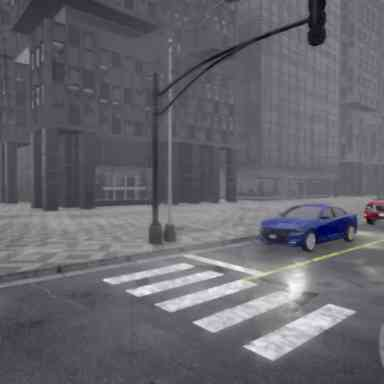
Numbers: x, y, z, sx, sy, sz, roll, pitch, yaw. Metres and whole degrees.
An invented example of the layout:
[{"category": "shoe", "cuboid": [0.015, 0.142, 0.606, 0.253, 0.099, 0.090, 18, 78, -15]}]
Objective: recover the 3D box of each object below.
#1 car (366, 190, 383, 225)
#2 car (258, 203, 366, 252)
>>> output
[{"category": "car", "cuboid": [12.180, 0.831, 19.490, 5.566, 2.045, 2.150, -1, 2, -41]}, {"category": "car", "cuboid": [4.598, 1.206, 12.890, 5.008, 1.535, 1.882, -1, 2, -41]}]
